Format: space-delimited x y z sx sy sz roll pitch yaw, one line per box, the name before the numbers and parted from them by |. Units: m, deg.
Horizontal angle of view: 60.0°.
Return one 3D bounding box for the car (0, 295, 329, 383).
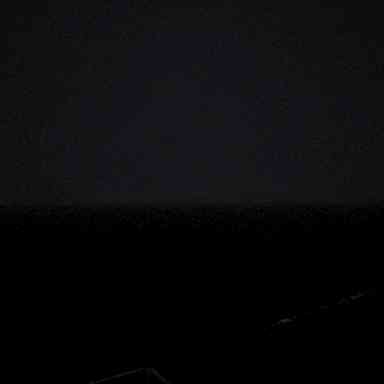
car | -1.246 1.601 2.181 4.718 1.301 1.895 0 0 -35
